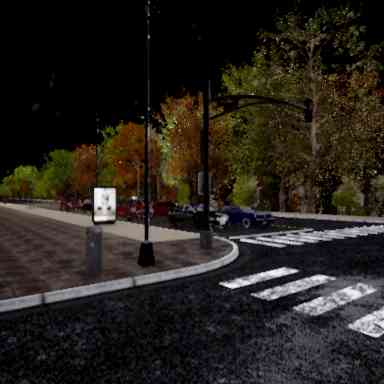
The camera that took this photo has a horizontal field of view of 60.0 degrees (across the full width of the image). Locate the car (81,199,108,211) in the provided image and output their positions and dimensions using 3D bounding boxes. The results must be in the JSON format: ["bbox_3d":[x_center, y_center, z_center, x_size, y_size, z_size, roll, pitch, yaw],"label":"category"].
[{"bbox_3d":[-13.557,1.775,45.958,2.033,1.411,5.357,0,-1,-34],"label":"car"}]

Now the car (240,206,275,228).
[{"bbox_3d":[3.118,1.543,21.770,1.895,1.301,4.718,0,-1,-35],"label":"car"}]

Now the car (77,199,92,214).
[{"bbox_3d":[-10.126,1.611,35.221,2.128,1.511,4.902,0,-1,-35],"label":"car"}]

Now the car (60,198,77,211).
[{"bbox_3d":[-15.729,1.567,43.377,2.097,1.767,4.553,0,-1,-34],"label":"car"}]

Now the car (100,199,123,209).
[{"bbox_3d":[-11.975,1.777,49.530,1.812,1.442,4.674,0,-1,-34],"label":"car"}]

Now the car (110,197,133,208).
[{"bbox_3d":[-11.591,1.646,54.713,2.097,1.767,4.553,0,-1,-34],"label":"car"}]

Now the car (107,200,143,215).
[{"bbox_3d":[-7.560,1.672,37.219,2.033,1.411,5.357,0,-1,-35],"label":"car"}]

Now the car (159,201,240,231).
[{"bbox_3d":[0.294,1.432,20.118,2.128,1.511,4.902,0,-1,-34],"label":"car"}]

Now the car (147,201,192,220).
[{"bbox_3d":[-2.036,1.556,29.224,1.812,1.442,4.674,0,-1,-35],"label":"car"}]

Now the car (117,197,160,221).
[{"bbox_3d":[-4.924,1.382,27.689,2.097,1.767,4.553,0,-1,-35],"label":"car"}]

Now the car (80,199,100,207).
[{"bbox_3d":[-17.846,1.952,57.971,1.895,1.301,4.718,0,-1,-35],"label":"car"}]
